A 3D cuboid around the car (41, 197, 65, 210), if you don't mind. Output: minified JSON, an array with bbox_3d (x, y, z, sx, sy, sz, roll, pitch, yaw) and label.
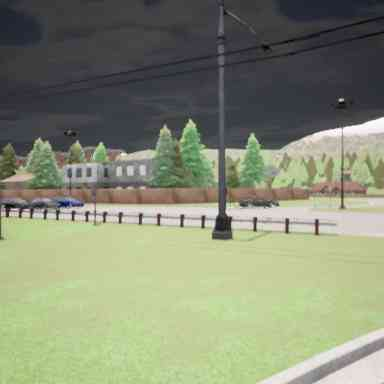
[{"bbox_3d":[-18.360,1.470,41.219,4.674,1.442,1.812,0,0,29],"label":"car"}]

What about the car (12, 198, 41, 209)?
[{"bbox_3d":[-20.087,1.442,38.162,5.008,1.535,1.882,0,0,29],"label":"car"}]

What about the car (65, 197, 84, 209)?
[{"bbox_3d":[-16.531,1.402,44.195,5.008,1.535,1.882,0,0,29],"label":"car"}]

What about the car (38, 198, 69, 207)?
[{"bbox_3d":[-21.215,1.525,50.837,4.718,1.301,1.895,0,0,29],"label":"car"}]

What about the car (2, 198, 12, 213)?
[{"bbox_3d":[-22.116,1.207,35.286,5.566,2.045,2.150,0,0,29],"label":"car"}]

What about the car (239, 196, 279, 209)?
[{"bbox_3d":[8.388,1.314,41.528,4.892,1.490,1.837,-1,1,-3],"label":"car"}]

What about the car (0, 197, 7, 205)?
[{"bbox_3d":[-35.043,1.564,58.669,4.718,1.301,1.895,0,0,29],"label":"car"}]
